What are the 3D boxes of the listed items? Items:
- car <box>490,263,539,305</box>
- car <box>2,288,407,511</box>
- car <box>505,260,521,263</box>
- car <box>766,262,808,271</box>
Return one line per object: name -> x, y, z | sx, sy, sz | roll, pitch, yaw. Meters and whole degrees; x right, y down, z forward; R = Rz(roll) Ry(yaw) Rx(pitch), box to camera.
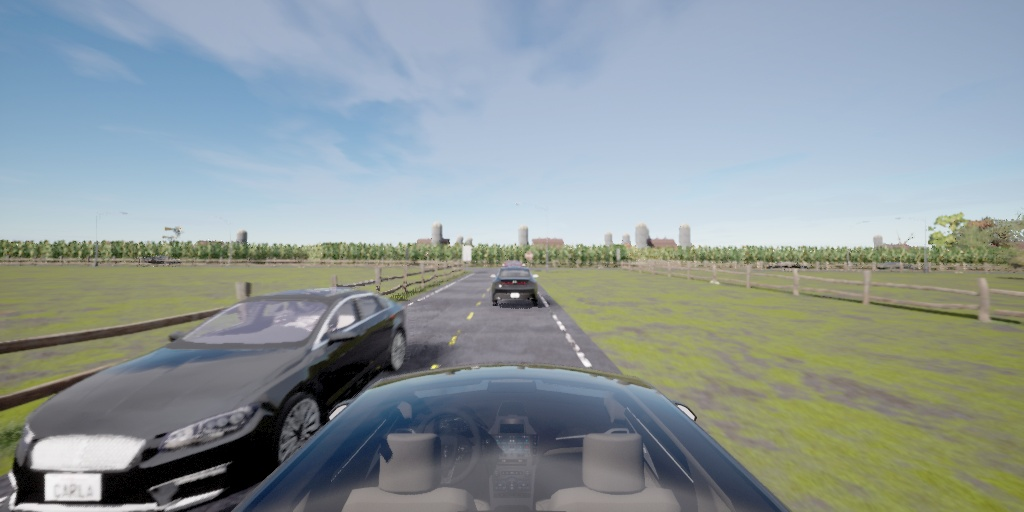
car -> 0.112, 1.214, 15.735 | 1.837, 1.490, 4.892 | 0, 0, 0
car -> -2.847, 1.233, 4.779 | 2.128, 1.511, 4.902 | 0, 0, 0
car -> 0.126, 1.135, 31.955 | 1.882, 1.535, 5.008 | 0, 0, 0
car -> 39.196, 1.510, 51.072 | 4.718, 1.301, 1.895 | 1, -1, 0
